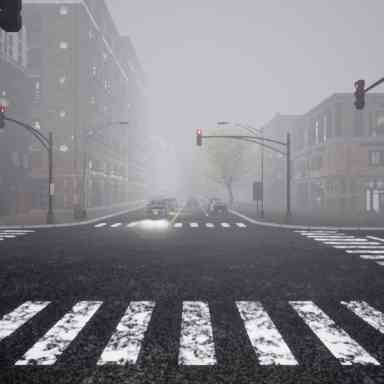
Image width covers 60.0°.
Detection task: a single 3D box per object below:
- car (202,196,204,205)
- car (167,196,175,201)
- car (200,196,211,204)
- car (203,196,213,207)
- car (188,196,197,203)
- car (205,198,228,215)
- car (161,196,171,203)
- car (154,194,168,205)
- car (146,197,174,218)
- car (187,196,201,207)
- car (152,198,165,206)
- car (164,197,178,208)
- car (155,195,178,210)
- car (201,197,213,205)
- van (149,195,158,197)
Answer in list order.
[{"bbox_3d":[2.698,1.488,45.007,1.967,1.590,4.097,0,0,0],"label":"car"},{"bbox_3d":[-5.674,1.687,90.415,1.752,1.417,4.829,0,0,0],"label":"car"},{"bbox_3d":[2.702,1.536,67.794,1.967,1.590,4.097,0,0,0],"label":"car"},{"bbox_3d":[2.697,1.479,39.310,1.967,1.590,4.097,0,0,0],"label":"car"},{"bbox_3d":[0.044,1.585,71.650,1.882,1.535,5.008,0,0,0],"label":"car"},{"bbox_3d":[2.696,1.580,33.613,2.008,1.369,4.403,0,0,0],"label":"car"},{"bbox_3d":[-5.677,1.663,73.494,2.008,1.369,4.403,0,0,0],"label":"car"},{"bbox_3d":[-5.680,1.397,62.101,2.192,1.841,5.009,0,0,0],"label":"car"},{"bbox_3d":[-3.095,1.516,30.825,2.128,1.511,4.902,0,0,0],"label":"car"},{"bbox_3d":[0.110,1.664,53.533,1.895,1.301,4.718,0,0,0],"label":"car"},{"bbox_3d":[-5.680,1.651,56.404,1.802,1.307,4.206,0,0,0],"label":"car"},{"bbox_3d":[-3.077,1.583,50.371,1.812,1.442,4.674,0,0,0],"label":"car"},{"bbox_3d":[-3.086,1.518,40.273,1.882,1.535,5.008,0,0,0],"label":"car"},{"bbox_3d":[2.702,1.633,62.097,2.008,1.369,4.403,0,0,0],"label":"car"},{"bbox_3d":[-5.682,1.399,50.707,1.690,1.788,3.998,0,0,0],"label":"van"}]
